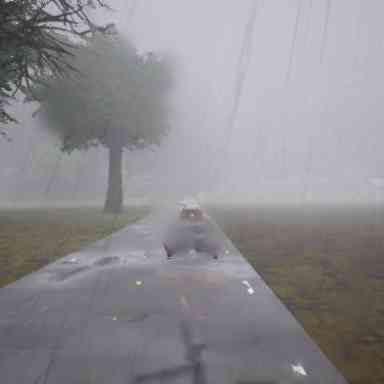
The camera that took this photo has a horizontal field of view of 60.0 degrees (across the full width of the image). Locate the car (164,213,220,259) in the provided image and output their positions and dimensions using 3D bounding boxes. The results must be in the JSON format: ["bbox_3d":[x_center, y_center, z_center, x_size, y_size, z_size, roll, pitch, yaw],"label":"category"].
[{"bbox_3d":[0.022,1.732,13.261,1.895,1.301,4.718,0,0,1],"label":"car"}]

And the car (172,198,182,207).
[{"bbox_3d":[-2.748,1.988,65.827,2.097,1.767,4.553,0,-1,0],"label":"car"}]

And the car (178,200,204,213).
[{"bbox_3d":[0.036,1.742,29.228,1.882,1.535,5.008,0,0,0],"label":"car"}]
